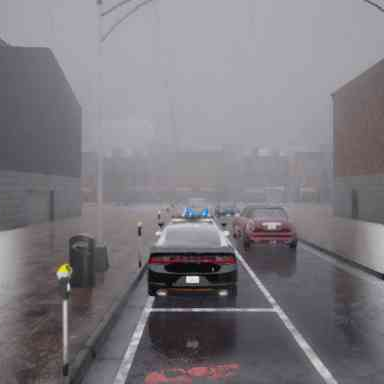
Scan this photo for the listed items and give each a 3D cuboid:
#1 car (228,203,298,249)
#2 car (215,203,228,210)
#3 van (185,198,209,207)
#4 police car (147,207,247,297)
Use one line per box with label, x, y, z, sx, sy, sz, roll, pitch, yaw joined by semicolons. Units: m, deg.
car;3.023;1.350;14.696;2.097;1.767;4.553;0;0;0
car;3.023;1.607;29.724;1.895;1.301;4.718;0;0;0
van;0.374;1.345;25.499;1.690;1.788;3.998;-1;0;0
police car;0.012;1.424;8.761;1.930;1.638;5.238;0;0;0
